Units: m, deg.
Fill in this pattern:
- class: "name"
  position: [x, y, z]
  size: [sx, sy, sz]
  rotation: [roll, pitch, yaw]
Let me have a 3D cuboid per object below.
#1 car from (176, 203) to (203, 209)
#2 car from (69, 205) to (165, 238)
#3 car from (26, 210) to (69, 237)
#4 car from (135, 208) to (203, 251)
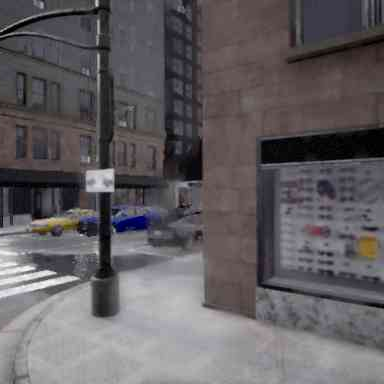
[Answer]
- class: "car"
  position: [-0.285, 1.626, 27.572]
  size: [1.947, 1.339, 4.313]
  rotation: [0, 0, 36]
- class: "car"
  position: [-3.837, 1.517, 18.248]
  size: [1.882, 1.535, 5.008]
  rotation: [0, 0, 36]
- class: "car"
  position: [-6.684, 1.578, 18.631]
  size: [1.752, 1.417, 4.829]
  rotation: [0, 0, 36]
- class: "car"
  position: [-0.064, 1.572, 14.091]
  size: [1.947, 1.339, 4.313]
  rotation: [0, 0, 36]
